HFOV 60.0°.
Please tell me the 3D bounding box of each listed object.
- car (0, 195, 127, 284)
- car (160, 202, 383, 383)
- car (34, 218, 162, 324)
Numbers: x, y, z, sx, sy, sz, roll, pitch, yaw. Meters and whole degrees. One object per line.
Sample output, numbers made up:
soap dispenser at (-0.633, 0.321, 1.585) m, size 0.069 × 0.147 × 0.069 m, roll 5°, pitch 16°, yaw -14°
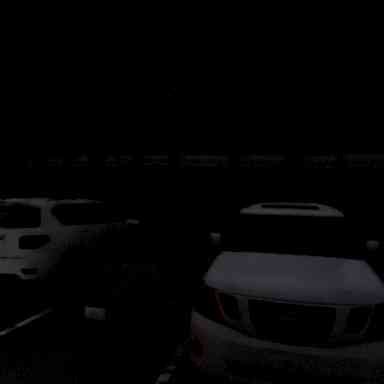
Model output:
car at (-3.275, 1.179, 9.238) m, size 2.435 × 2.045 × 5.566 m, roll 0°, pitch 0°, yaw 15°
car at (1.629, 1.222, 5.665) m, size 2.435 × 2.045 × 5.566 m, roll 1°, pitch 0°, yaw 16°
car at (-0.836, 1.481, 7.419) m, size 2.163 × 1.488 × 4.792 m, roll 1°, pitch 0°, yaw 16°
